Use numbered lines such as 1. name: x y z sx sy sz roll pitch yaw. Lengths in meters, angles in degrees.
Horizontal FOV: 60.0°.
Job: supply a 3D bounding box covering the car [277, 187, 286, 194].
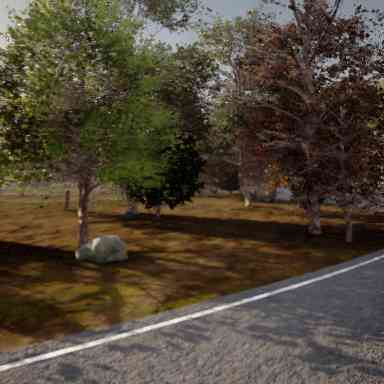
1. car: 14.626 -0.388 55.802 2.128 1.511 4.902 -3 3 13
